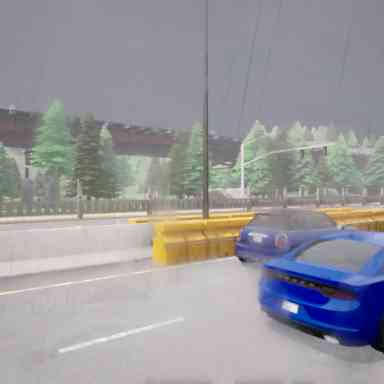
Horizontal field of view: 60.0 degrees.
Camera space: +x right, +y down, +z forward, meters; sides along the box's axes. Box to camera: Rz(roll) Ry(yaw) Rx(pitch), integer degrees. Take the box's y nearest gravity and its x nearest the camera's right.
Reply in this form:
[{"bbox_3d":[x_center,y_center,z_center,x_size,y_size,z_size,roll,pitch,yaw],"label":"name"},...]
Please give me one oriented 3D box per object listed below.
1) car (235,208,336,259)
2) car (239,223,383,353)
[{"bbox_3d":[3.583,1.352,10.610,4.553,1.767,2.097,0,0,-36],"label":"car"},{"bbox_3d":[3.411,1.478,6.186,5.008,1.535,1.882,0,0,-36],"label":"car"}]
